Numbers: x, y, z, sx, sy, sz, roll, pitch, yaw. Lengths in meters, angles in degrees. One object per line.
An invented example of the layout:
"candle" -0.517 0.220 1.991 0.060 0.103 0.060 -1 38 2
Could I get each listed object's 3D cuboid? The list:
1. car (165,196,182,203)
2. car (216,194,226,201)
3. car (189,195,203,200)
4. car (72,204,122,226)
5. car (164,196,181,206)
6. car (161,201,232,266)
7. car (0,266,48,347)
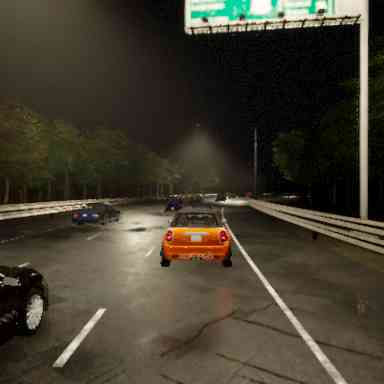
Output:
"car" -1.843 1.511 37.240 1.812 1.442 4.674 0 0 5
"car" 6.775 1.311 76.707 2.097 1.767 4.553 0 0 10
"car" 0.807 1.332 60.741 2.097 1.767 4.553 0 0 8
"car" -6.448 1.515 23.074 2.033 1.411 5.357 0 0 4
"car" -3.277 1.478 56.861 1.837 1.490 4.892 0 0 8
"car" 0.179 1.351 11.702 2.097 1.767 4.553 0 0 2
"car" -3.397 1.498 3.773 1.837 1.490 4.892 0 0 1
